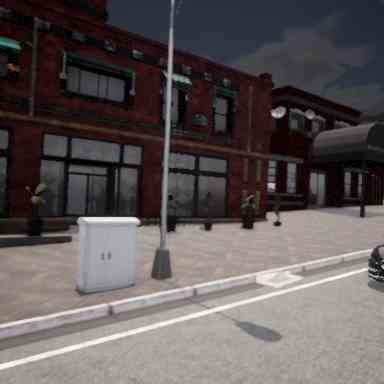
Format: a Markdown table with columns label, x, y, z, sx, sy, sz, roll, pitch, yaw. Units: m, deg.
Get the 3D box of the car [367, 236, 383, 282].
| label | x | y | z | sx | sy | sz | roll | pitch | yaw |
| --- | --- | --- | --- | --- | --- | --- | --- | --- | --- |
| car | 6.427 | 1.490 | 8.568 | 4.892 | 1.490 | 1.837 | 0 | 0 | -35 |
